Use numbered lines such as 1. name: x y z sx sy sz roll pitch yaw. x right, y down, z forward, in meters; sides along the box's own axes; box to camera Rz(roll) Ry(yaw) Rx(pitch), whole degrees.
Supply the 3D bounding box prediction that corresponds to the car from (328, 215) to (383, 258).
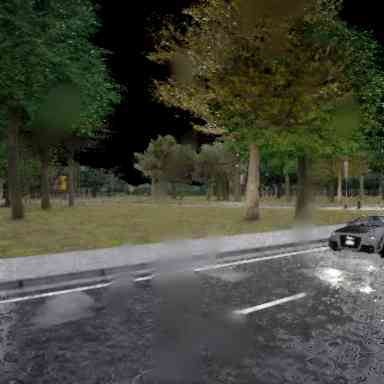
1. car: 7.111 1.581 12.727 4.181 1.385 1.994 0 0 -35
